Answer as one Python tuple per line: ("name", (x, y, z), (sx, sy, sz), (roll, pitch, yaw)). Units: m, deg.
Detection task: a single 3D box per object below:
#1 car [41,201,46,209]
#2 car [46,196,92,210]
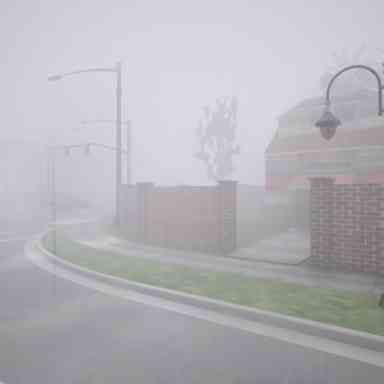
("car", (-16.633, 1.327, 42.322), (1.882, 1.535, 5.008), (0, 0, 37))
("car", (-14.334, 1.455, 39.551), (1.895, 1.301, 4.718), (0, 1, 37))
